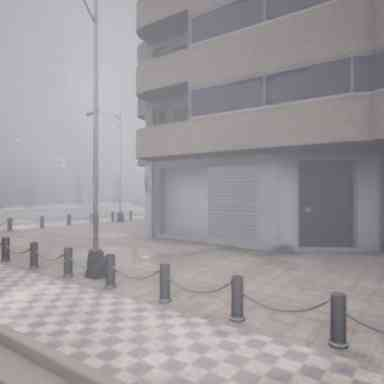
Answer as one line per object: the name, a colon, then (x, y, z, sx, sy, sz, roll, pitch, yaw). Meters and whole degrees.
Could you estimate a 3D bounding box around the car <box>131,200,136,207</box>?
car: (-6.536, 1.434, 47.885, 1.895, 1.301, 4.718, 0, 0, 36)

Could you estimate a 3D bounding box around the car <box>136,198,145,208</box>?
car: (-4.609, 1.336, 44.574, 2.128, 1.511, 4.902, 0, 0, 36)
